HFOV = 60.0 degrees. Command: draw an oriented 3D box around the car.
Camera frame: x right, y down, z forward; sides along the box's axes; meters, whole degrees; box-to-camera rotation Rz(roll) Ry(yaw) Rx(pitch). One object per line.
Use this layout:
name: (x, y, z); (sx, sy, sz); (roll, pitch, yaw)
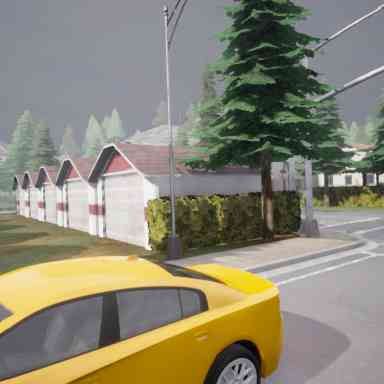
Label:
car: (-1.296, 1.455, 3.068); (5.008, 1.535, 1.882); (-2, 1, -35)
